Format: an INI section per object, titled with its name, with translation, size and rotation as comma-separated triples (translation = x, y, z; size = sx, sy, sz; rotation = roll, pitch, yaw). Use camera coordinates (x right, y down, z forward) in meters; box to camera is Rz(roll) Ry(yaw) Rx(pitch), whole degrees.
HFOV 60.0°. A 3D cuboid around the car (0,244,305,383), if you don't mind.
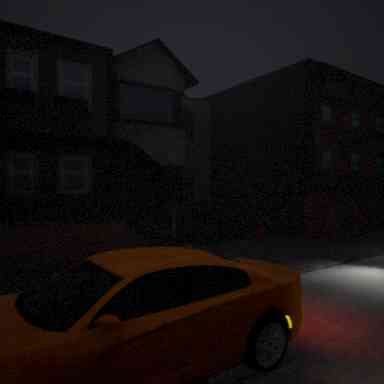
[car]
translation = -0.724, 1.477, 4.080
size = 5.008, 1.535, 1.882
rotation = 0, 0, -35
